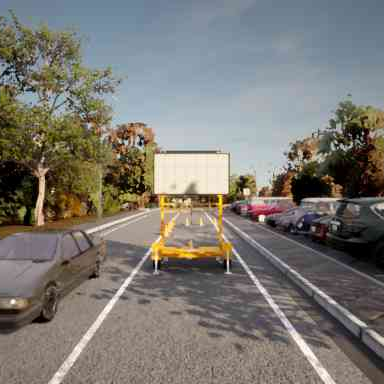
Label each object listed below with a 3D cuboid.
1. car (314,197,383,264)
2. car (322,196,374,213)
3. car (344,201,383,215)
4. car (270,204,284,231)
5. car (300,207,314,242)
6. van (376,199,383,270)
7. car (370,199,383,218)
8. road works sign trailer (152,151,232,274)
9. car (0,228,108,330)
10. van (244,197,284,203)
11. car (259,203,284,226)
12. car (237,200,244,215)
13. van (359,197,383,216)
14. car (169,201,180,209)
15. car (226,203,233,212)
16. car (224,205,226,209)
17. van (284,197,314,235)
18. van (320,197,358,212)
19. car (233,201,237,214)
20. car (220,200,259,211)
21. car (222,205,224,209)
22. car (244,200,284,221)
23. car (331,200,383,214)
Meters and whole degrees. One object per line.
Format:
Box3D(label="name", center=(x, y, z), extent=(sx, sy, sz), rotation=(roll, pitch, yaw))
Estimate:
Box3D(label="car", center=(7.091, 1.200, 10.263), extent=(5.566, 2.045, 2.435), rotation=(0, 0, 0))
Box3D(label="car", center=(20.230, 1.616, 43.310), extent=(5.566, 2.045, 2.435), rotation=(0, -1, 0))
Box3D(label="car", center=(20.186, 1.789, 37.770), extent=(4.892, 1.521, 2.231), rotation=(0, -1, 0))
Box3D(label="car", center=(7.081, 1.583, 18.571), extent=(4.674, 1.452, 2.002), rotation=(0, -1, 0))
Box3D(label="car", center=(7.097, 1.501, 13.013), extent=(4.792, 1.488, 2.163), rotation=(0, 0, 0))
Box3D(label="van", center=(6.942, 1.234, 7.487), extent=(4.442, 1.987, 1.878), rotation=(0, 0, 0))
Box3D(label="car", center=(20.151, 1.592, 32.232), extent=(4.553, 1.767, 2.185), rotation=(0, -1, 0))
Box3D(label="road works sign trailer", center=(-0.017, 0.492, 10.607), extent=(2.380, 3.560, 2.880), rotation=(0, 0, -1))
Box3D(label="car", center=(-3.349, 1.561, 7.453), extent=(2.033, 1.411, 5.357), rotation=(0, 0, 0))
Box3D(label="van", center=(7.215, 1.460, 29.679), extent=(4.442, 1.987, 1.878), rotation=(0, -1, 0))
Box3D(label="car", center=(7.053, 1.608, 21.349), extent=(4.792, 1.488, 2.163), rotation=(0, -1, 0))
Box3D(label="car", center=(7.105, 1.761, 32.451), extent=(4.674, 1.452, 2.002), rotation=(0, -1, 0))
Box3D(label="van", center=(20.304, 1.527, 35.002), extent=(4.442, 1.987, 1.878), rotation=(0, -1, 0))
Box3D(label="car", center=(-3.187, 2.391, 61.938), extent=(2.128, 1.511, 4.902), rotation=(0, -2, 0))
Box3D(label="car", center=(7.084, 1.541, 38.007), extent=(5.566, 2.045, 2.435), rotation=(0, -1, 0))
Box3D(label="car", center=(7.129, 1.874, 43.551), extent=(5.008, 1.535, 2.097), rotation=(0, -1, 0))
Box3D(label="van", center=(6.956, 1.281, 15.799), extent=(4.442, 1.987, 1.878), rotation=(0, -1, 0))
Box3D(label="van", center=(20.325, 1.696, 46.201), extent=(4.442, 1.987, 1.878), rotation=(0, -1, 0))
Box3D(label="car", center=(7.137, 1.786, 35.227), extent=(4.792, 1.488, 2.163), rotation=(0, -1, 0))
Box3D(label="car", center=(6.947, 1.981, 49.091), extent=(5.366, 1.575, 1.946), rotation=(0, -1, 0))
Box3D(label="car", center=(7.133, 1.926, 46.323), extent=(4.892, 1.521, 2.231), rotation=(0, -1, 0))
Box3D(label="car", center=(7.098, 1.650, 26.900), extent=(5.008, 1.535, 2.097), rotation=(0, -1, 0))
Box3D(label="car", center=(20.012, 1.823, 40.538), extent=(5.366, 1.575, 1.946), rotation=(0, -1, 0))
